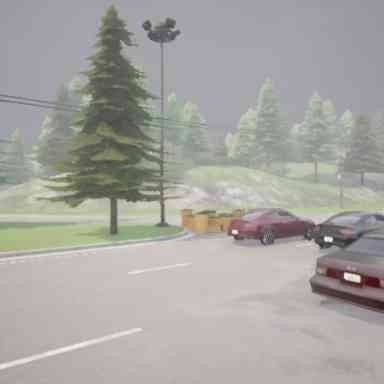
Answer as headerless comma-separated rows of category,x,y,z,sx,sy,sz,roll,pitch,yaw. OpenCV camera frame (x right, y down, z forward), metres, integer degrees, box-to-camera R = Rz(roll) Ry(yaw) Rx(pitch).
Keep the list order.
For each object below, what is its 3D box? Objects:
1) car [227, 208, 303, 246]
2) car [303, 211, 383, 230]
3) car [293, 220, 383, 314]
car,3.631,1.447,14.944,4.674,1.442,1.812,-1,0,-35
car,6.552,1.440,12.726,4.674,1.442,1.812,-1,0,-35
car,4.785,1.494,7.160,5.357,1.411,2.033,0,0,-35
